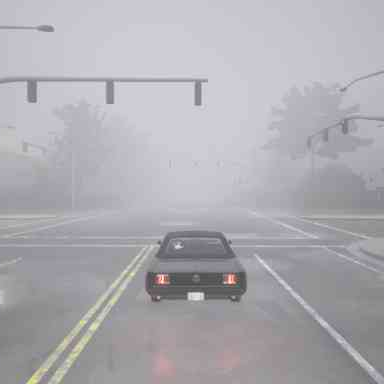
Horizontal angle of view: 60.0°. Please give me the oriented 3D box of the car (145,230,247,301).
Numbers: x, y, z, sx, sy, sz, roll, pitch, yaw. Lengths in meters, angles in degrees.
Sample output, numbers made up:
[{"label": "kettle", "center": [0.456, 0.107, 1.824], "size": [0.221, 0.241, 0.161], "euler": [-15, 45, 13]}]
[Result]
[{"label": "car", "center": [0.066, 1.601, 8.242], "size": [1.895, 1.301, 4.718], "euler": [0, 0, 0]}]
